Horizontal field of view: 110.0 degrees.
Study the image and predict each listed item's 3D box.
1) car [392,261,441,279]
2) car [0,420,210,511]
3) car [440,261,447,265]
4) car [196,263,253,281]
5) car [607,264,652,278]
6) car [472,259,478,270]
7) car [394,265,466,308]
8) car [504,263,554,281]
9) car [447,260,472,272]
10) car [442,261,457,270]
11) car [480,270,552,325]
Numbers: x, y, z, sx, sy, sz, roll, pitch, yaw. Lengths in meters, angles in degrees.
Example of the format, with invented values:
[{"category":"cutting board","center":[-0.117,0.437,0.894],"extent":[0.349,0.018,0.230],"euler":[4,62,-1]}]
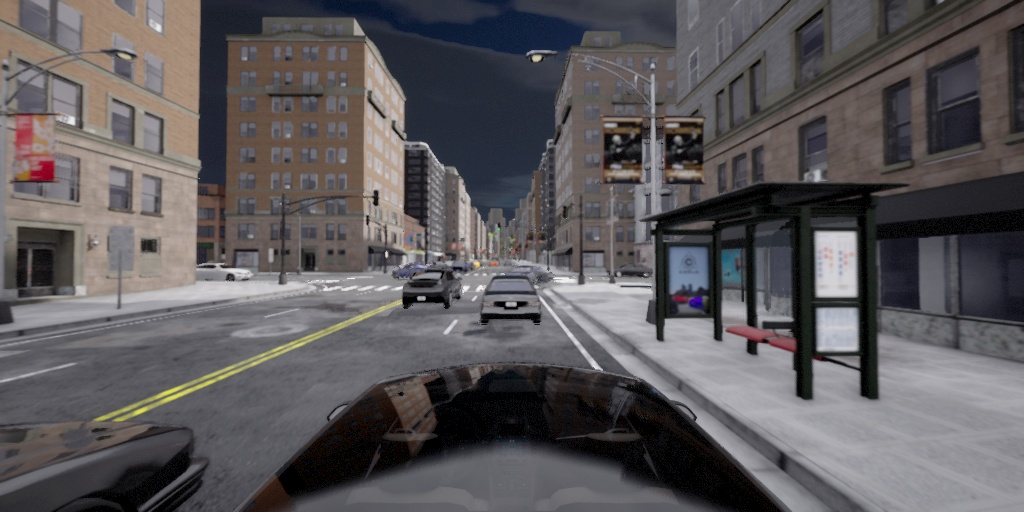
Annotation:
[{"category":"car","center":[-8.802,1.408,32.058],"extent":[4.674,1.442,1.812],"euler":[0,-2,39]},{"category":"car","center":[-3.163,1.289,0.171],"extent":[2.033,1.411,5.357],"euler":[0,0,-1]},{"category":"car","center":[-10.402,1.518,51.255],"extent":[1.837,1.490,4.892],"euler":[0,0,2]},{"category":"car","center":[-22.956,1.281,28.058],"extent":[4.674,1.442,1.812],"euler":[0,-1,-2]},{"category":"car","center":[12.675,1.571,38.536],"extent":[4.892,1.490,1.837],"euler":[0,-1,-1]},{"category":"car","center":[-7.240,1.543,58.741],"extent":[2.128,1.511,4.902],"euler":[0,0,0]},{"category":"car","center":[-3.346,1.329,15.629],"extent":[1.837,1.490,4.892],"euler":[0,0,0]},{"category":"car","center":[1.326,1.395,25.590],"extent":[2.033,1.411,5.357],"euler":[0,0,25]},{"category":"car","center":[-7.169,1.357,49.603],"extent":[2.097,1.767,4.553],"euler":[0,0,0]},{"category":"car","center":[-10.497,1.586,60.647],"extent":[1.812,1.442,4.674],"euler":[0,0,0]},{"category":"car","center":[-0.052,1.353,12.117],"extent":[2.033,1.411,5.357],"euler":[0,0,-1]}]
